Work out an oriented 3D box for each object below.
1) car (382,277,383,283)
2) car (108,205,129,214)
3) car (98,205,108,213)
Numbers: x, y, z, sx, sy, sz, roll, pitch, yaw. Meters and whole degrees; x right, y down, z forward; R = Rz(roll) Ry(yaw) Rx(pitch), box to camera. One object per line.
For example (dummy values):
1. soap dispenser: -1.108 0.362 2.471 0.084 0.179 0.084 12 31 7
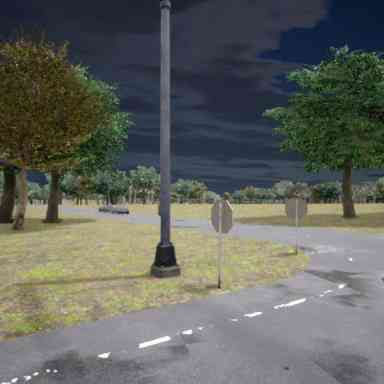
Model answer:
1. car: 7.303 1.822 8.887 5.357 1.411 2.033 0 -1 -34
2. car: -12.056 3.010 55.656 1.994 1.385 4.181 2 -2 -32
3. car: -15.832 3.050 61.453 2.128 1.511 4.902 2 -2 -33
